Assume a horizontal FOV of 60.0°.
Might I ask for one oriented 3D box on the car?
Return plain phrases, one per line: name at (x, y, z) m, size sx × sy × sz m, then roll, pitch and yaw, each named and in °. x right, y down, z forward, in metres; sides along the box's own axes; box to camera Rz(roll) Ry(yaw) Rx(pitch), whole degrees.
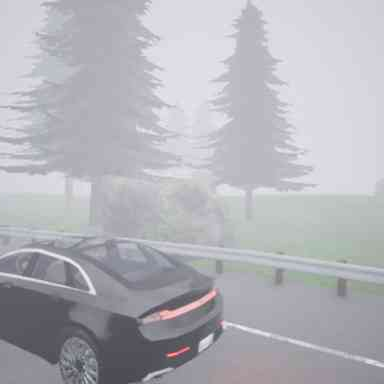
car at (-1.872, 1.435, 5.025) m, size 4.902 × 1.511 × 2.128 m, roll 1°, pitch 0°, yaw 33°
